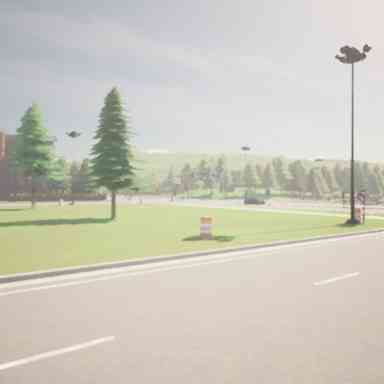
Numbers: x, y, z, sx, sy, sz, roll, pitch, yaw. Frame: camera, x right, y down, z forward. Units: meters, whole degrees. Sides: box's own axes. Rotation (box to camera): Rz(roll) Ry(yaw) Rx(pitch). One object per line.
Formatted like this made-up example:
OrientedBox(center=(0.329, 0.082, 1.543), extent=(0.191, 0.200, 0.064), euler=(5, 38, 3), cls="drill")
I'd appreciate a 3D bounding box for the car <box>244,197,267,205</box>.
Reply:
OrientedBox(center=(12.057, 1.659, 62.826), extent=(2.128, 1.511, 4.902), euler=(0, 0, -35), cls="car")
